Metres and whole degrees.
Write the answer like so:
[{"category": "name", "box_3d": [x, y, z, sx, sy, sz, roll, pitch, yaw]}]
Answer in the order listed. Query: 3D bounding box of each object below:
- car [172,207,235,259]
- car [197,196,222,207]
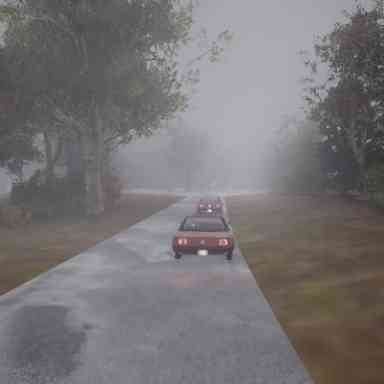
[{"category": "car", "box_3d": [0.460, 1.456, 12.039, 1.895, 1.301, 4.718, 0, 1, 3]}, {"category": "car", "box_3d": [1.491, 0.991, 26.683, 1.895, 1.301, 4.718, 0, 2, 5]}]
